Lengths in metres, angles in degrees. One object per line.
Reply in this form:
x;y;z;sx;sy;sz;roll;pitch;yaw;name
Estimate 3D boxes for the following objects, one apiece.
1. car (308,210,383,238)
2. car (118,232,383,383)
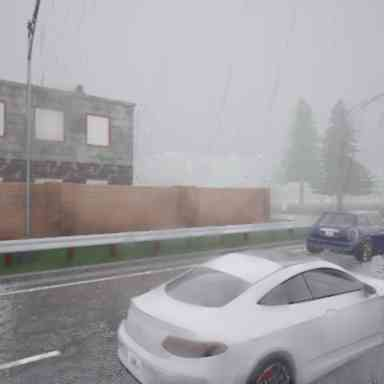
6.441;1.463;12.631;4.553;1.767;2.097;1;0;-35;car
1.304;1.558;4.674;4.674;1.442;1.812;1;0;-35;car
